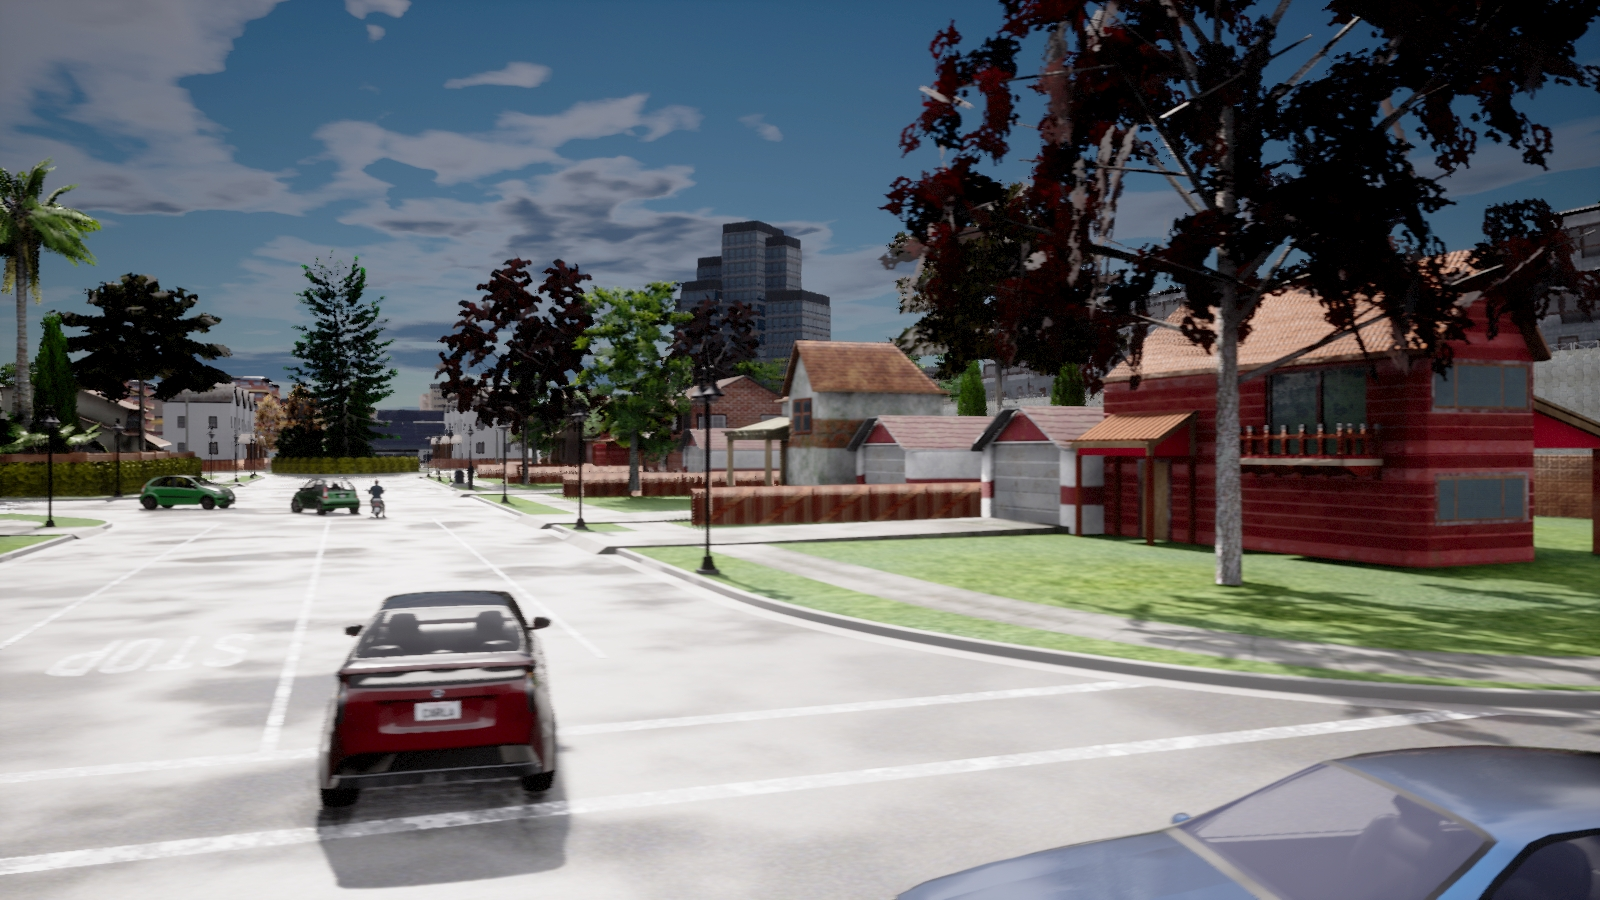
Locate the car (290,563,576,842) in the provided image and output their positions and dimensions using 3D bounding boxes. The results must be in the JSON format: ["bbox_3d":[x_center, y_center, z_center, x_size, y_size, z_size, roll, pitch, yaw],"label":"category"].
[{"bbox_3d":[-3.273,2.046,10.594,2.007,1.525,4.514,0,0,-15],"label":"car"}]

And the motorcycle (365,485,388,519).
[{"bbox_3d":[-17.805,2.170,48.025,0.856,1.341,1.805,0,0,-22],"label":"motorcycle"}]

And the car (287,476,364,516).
[{"bbox_3d":[-21.433,2.047,51.518,1.851,1.617,3.988,0,0,-45],"label":"car"}]

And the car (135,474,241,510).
[{"bbox_3d":[-28.983,1.993,54.188,3.988,1.617,1.851,0,0,0],"label":"car"}]

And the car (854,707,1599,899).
[{"bbox_3d":[3.058,2.094,4.966,5.357,1.411,2.033,0,0,-8],"label":"car"}]
